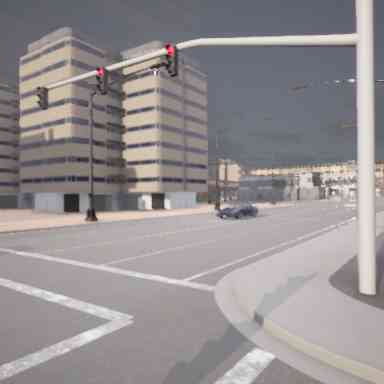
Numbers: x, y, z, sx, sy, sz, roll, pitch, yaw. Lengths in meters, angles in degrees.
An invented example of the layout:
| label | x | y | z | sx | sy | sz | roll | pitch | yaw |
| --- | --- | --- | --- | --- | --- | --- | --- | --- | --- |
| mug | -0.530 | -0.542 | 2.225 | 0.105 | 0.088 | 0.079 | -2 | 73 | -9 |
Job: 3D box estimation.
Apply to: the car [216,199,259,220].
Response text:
| label | x | y | z | sx | sy | sz | roll | pitch | yaw |
| --- | --- | --- | --- | --- | --- | --- | --- | --- | --- |
| car | 4.232 | 1.671 | 30.015 | 2.033 | 1.411 | 5.357 | -1 | 0 | 35 |
